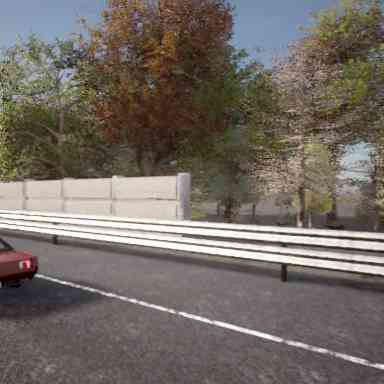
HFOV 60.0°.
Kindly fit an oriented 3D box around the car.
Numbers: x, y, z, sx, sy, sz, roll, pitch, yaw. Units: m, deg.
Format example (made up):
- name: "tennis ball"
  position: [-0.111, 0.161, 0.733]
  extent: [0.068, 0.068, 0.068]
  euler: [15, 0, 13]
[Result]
- name: "car"
  position: [-5.796, 1.610, 7.991]
  extent: [4.718, 1.301, 1.895]
  euler: [0, 0, 36]
